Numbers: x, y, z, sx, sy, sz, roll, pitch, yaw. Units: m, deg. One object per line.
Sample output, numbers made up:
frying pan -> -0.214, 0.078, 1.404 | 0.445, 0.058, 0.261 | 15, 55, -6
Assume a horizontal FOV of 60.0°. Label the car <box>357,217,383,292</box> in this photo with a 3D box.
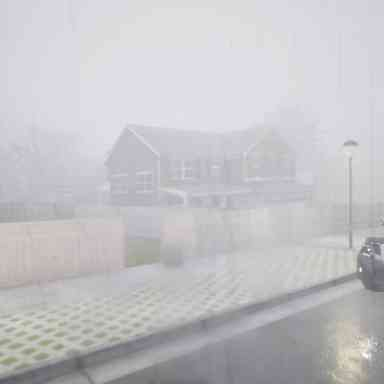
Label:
car -> 6.058, 1.166, 7.775 | 5.566, 2.045, 2.150 | 0, 0, -39
